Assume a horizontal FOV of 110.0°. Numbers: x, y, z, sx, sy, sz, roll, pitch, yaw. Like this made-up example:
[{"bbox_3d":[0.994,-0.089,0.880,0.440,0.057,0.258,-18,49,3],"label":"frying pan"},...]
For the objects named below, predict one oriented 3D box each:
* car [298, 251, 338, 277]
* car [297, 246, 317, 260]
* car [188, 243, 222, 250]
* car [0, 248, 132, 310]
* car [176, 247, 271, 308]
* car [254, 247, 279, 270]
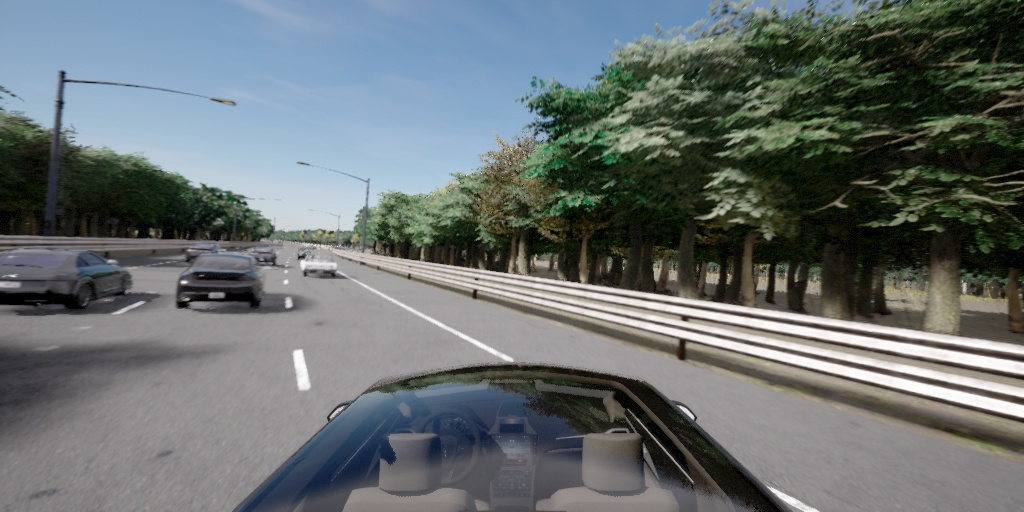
[{"bbox_3d":[-12.785,0.597,23.665,1.895,1.301,4.718,4,-1,-32],"label":"car"},{"bbox_3d":[-25.256,-0.126,44.010,1.895,1.301,4.718,4,-1,-31],"label":"car"},{"bbox_3d":[-23.120,-0.226,27.242,2.128,1.511,4.902,4,0,-32],"label":"car"},{"bbox_3d":[-11.763,0.508,9.286,1.994,1.385,4.181,4,0,-33],"label":"car"},{"bbox_3d":[-8.890,0.674,11.274,1.837,1.490,4.892,4,0,-33],"label":"car"},{"bbox_3d":[-20.413,-0.010,29.515,2.128,1.511,4.902,4,0,-32],"label":"car"}]
